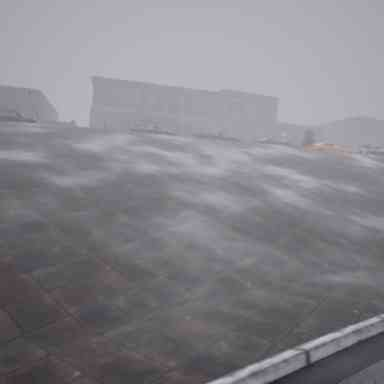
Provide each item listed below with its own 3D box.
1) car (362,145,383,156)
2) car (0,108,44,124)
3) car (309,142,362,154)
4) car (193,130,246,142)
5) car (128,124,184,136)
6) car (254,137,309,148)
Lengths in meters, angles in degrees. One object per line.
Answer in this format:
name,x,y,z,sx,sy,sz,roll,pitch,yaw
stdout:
car,18.468,-3.749,33.416,4.553,1.767,2.185,3,0,-16
car,-13.604,-5.466,25.524,4.553,1.767,2.185,3,0,-13
car,13.165,-3.924,31.874,5.008,1.535,2.097,3,0,-15
car,2.433,-4.527,29.121,4.892,1.521,2.231,3,0,-13
car,-2.945,-4.807,27.909,4.892,1.521,2.231,3,0,-13
car,7.811,-4.188,30.439,4.674,1.452,2.002,3,0,-14
